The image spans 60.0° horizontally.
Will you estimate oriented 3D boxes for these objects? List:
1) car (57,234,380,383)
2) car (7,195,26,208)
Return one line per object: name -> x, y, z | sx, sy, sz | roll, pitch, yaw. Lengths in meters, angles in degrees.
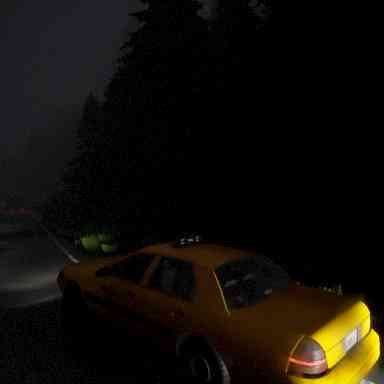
car -> -0.257, 1.417, 5.086 | 5.366, 1.575, 1.801 | 1, 1, 44
car -> -21.134, 1.058, 40.064 | 2.128, 1.511, 4.902 | -2, 2, -26
